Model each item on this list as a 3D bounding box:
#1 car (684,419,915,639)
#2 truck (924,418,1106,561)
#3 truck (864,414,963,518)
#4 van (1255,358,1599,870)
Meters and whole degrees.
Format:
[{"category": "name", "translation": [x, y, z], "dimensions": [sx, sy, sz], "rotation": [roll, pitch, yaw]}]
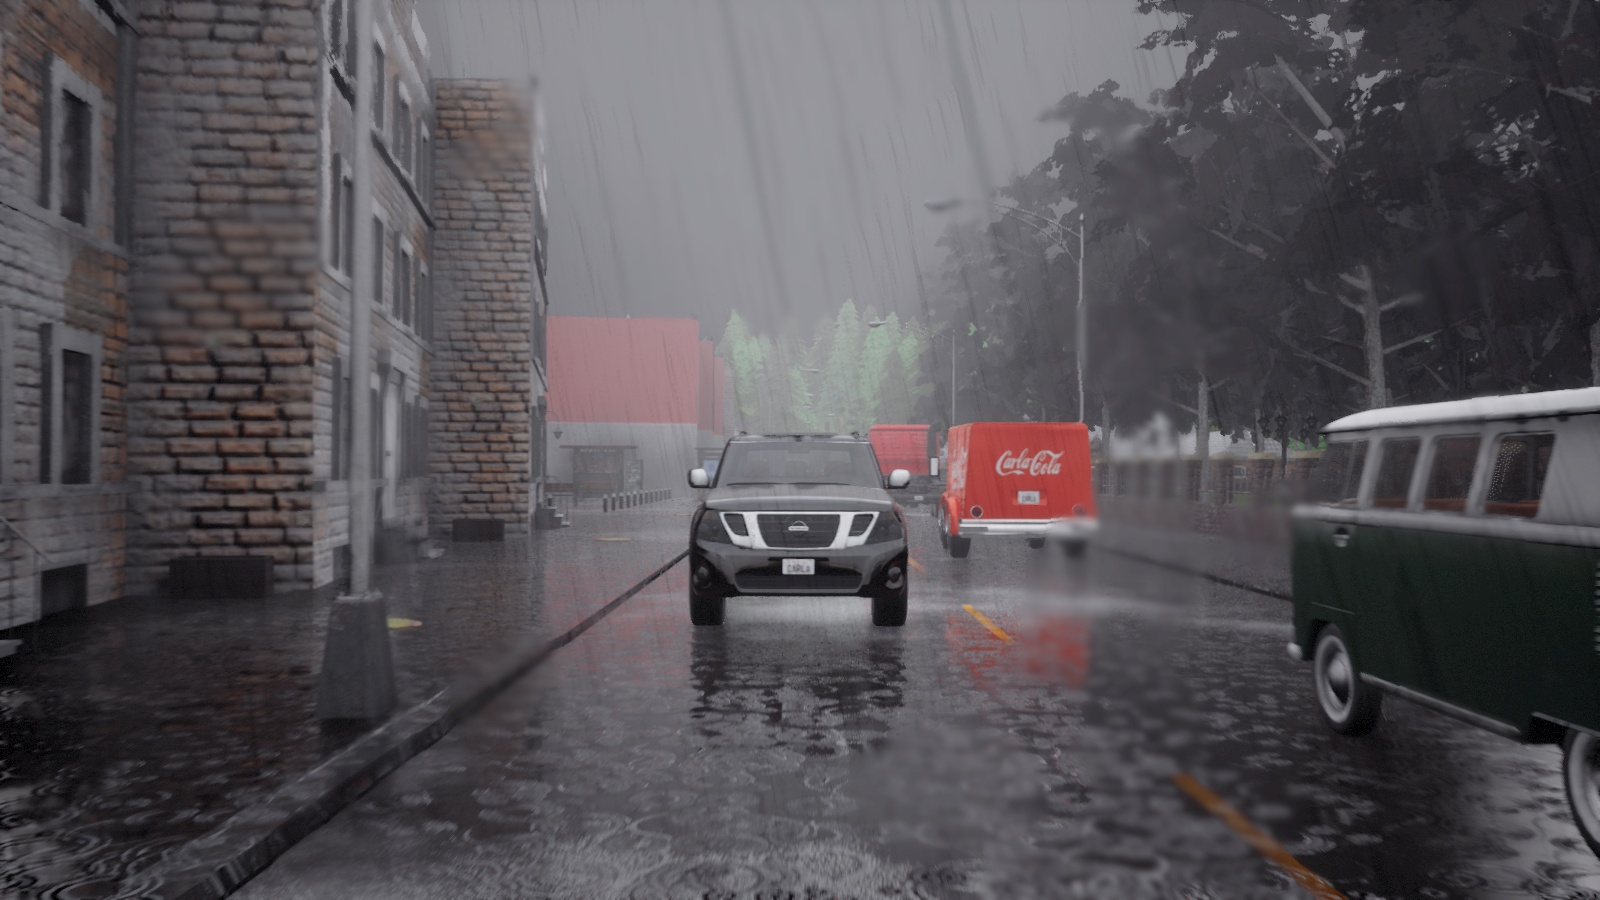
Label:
[{"category": "car", "translation": [-0.003, 0.781, 14.505], "dimensions": [2.150, 2.045, 5.566], "rotation": [0, -1, 0]}, {"category": "truck", "translation": [3.995, 0.729, 24.424], "dimensions": [2.627, 2.467, 5.204], "rotation": [0, -1, 0]}, {"category": "truck", "translation": [3.994, 0.602, 45.973], "dimensions": [2.891, 3.462, 7.936], "rotation": [0, -1, 0]}, {"category": "van", "translation": [3.993, 0.660, 6.331], "dimensions": [1.775, 1.987, 4.442], "rotation": [0, -1, 0]}]
